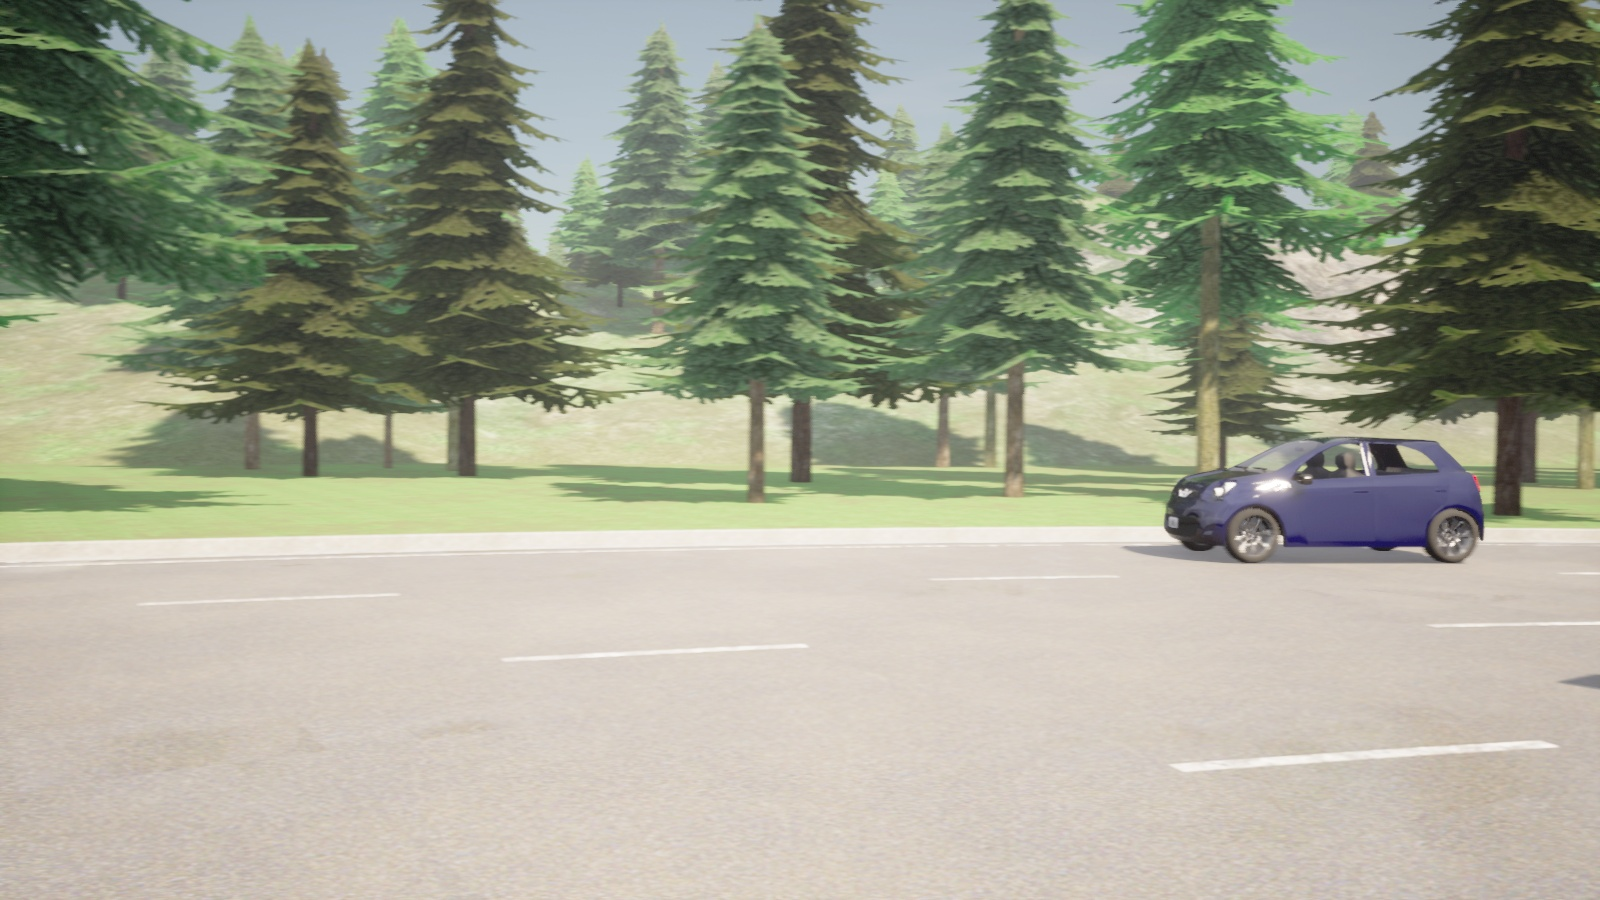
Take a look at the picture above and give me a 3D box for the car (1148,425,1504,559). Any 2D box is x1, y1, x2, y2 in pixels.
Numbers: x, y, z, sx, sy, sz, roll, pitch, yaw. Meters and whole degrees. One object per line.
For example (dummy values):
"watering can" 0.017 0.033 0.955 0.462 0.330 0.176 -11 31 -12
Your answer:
"car" 6.428 0.465 15.579 3.633 1.501 1.845 -1 1 -6
